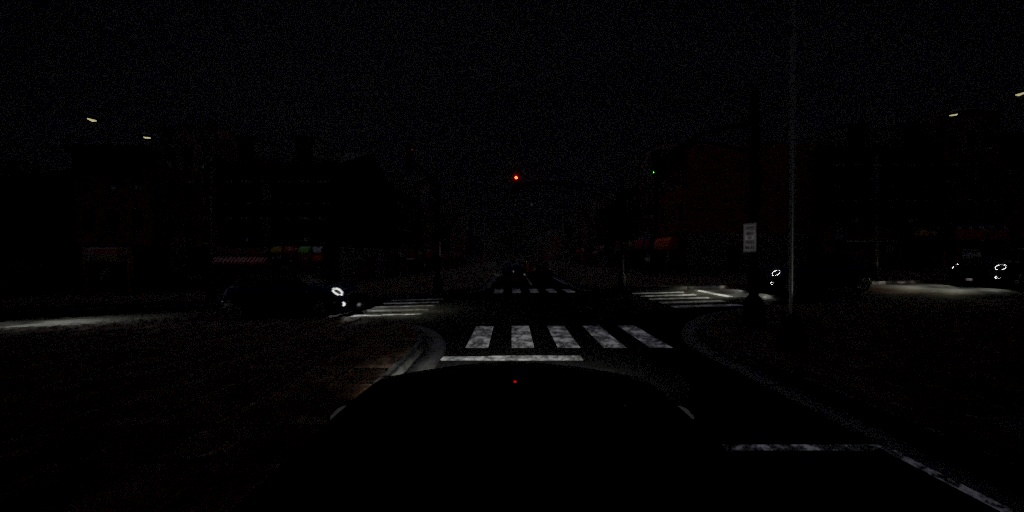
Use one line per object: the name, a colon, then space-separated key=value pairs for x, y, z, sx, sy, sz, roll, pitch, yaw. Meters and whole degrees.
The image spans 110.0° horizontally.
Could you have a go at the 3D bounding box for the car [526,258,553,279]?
car: x=2.632 y=1.224 z=33.158 sx=1.967 sy=1.591 sz=4.097 roll=0 pitch=0 yaw=0

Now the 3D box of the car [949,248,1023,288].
car: x=23.076 y=0.434 z=16.346 sx=4.553 sy=1.767 sz=2.097 roll=-1 pitch=0 yaw=0

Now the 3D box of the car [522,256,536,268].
car: x=2.971 y=1.106 z=64.391 sx=2.150 sy=2.045 sz=5.566 roll=0 pitch=0 yaw=0

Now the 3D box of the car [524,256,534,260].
car: x=2.631 y=1.112 z=38.560 sx=2.192 sy=1.841 sz=5.009 roll=0 pitch=0 yaw=0

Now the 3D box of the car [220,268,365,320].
car: x=-7.970 y=1.298 z=13.334 sx=4.553 sy=1.767 sz=2.097 roll=-2 pitch=0 yaw=0

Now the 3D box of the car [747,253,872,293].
car: x=13.358 y=0.685 z=16.349 sx=4.553 sy=1.767 sz=2.097 roll=-1 pitch=0 yaw=1

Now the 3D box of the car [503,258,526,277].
car: x=0.112 y=1.267 z=35.496 sx=1.882 sy=1.535 sz=5.008 roll=0 pitch=0 yaw=0
